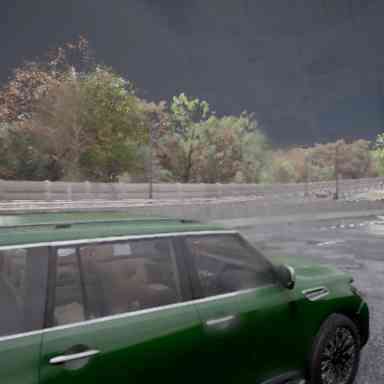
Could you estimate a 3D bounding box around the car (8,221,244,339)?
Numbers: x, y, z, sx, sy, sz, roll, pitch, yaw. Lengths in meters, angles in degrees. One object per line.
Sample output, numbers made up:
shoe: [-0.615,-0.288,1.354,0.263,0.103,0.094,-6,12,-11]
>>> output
car: [-1.209,1.524,7.185,4.674,1.442,1.812,0,0,-35]

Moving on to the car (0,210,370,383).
car: [-0.452,1.220,3.425,5.566,2.045,2.150,0,0,-35]

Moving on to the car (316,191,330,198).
car: [30.504,0.653,78.158,1.882,1.535,5.008,0,1,32]

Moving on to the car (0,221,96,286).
car: [-5.159,1.601,8.668,4.718,1.301,1.895,0,0,-35]
